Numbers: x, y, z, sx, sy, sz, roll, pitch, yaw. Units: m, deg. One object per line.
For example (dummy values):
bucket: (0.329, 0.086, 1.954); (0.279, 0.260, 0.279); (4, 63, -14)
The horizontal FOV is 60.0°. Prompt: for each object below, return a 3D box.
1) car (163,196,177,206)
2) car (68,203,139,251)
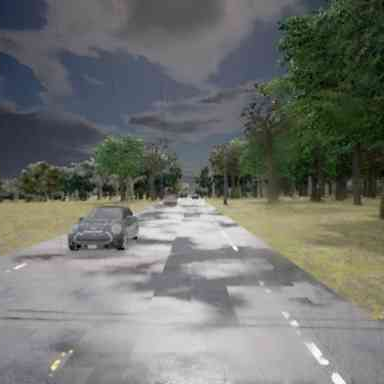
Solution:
car: (-3.565, 1.387, 54.819); (2.097, 1.767, 4.553); (0, 0, 0)
car: (-3.599, 1.385, 14.242); (2.097, 1.767, 4.553); (0, 0, 0)
